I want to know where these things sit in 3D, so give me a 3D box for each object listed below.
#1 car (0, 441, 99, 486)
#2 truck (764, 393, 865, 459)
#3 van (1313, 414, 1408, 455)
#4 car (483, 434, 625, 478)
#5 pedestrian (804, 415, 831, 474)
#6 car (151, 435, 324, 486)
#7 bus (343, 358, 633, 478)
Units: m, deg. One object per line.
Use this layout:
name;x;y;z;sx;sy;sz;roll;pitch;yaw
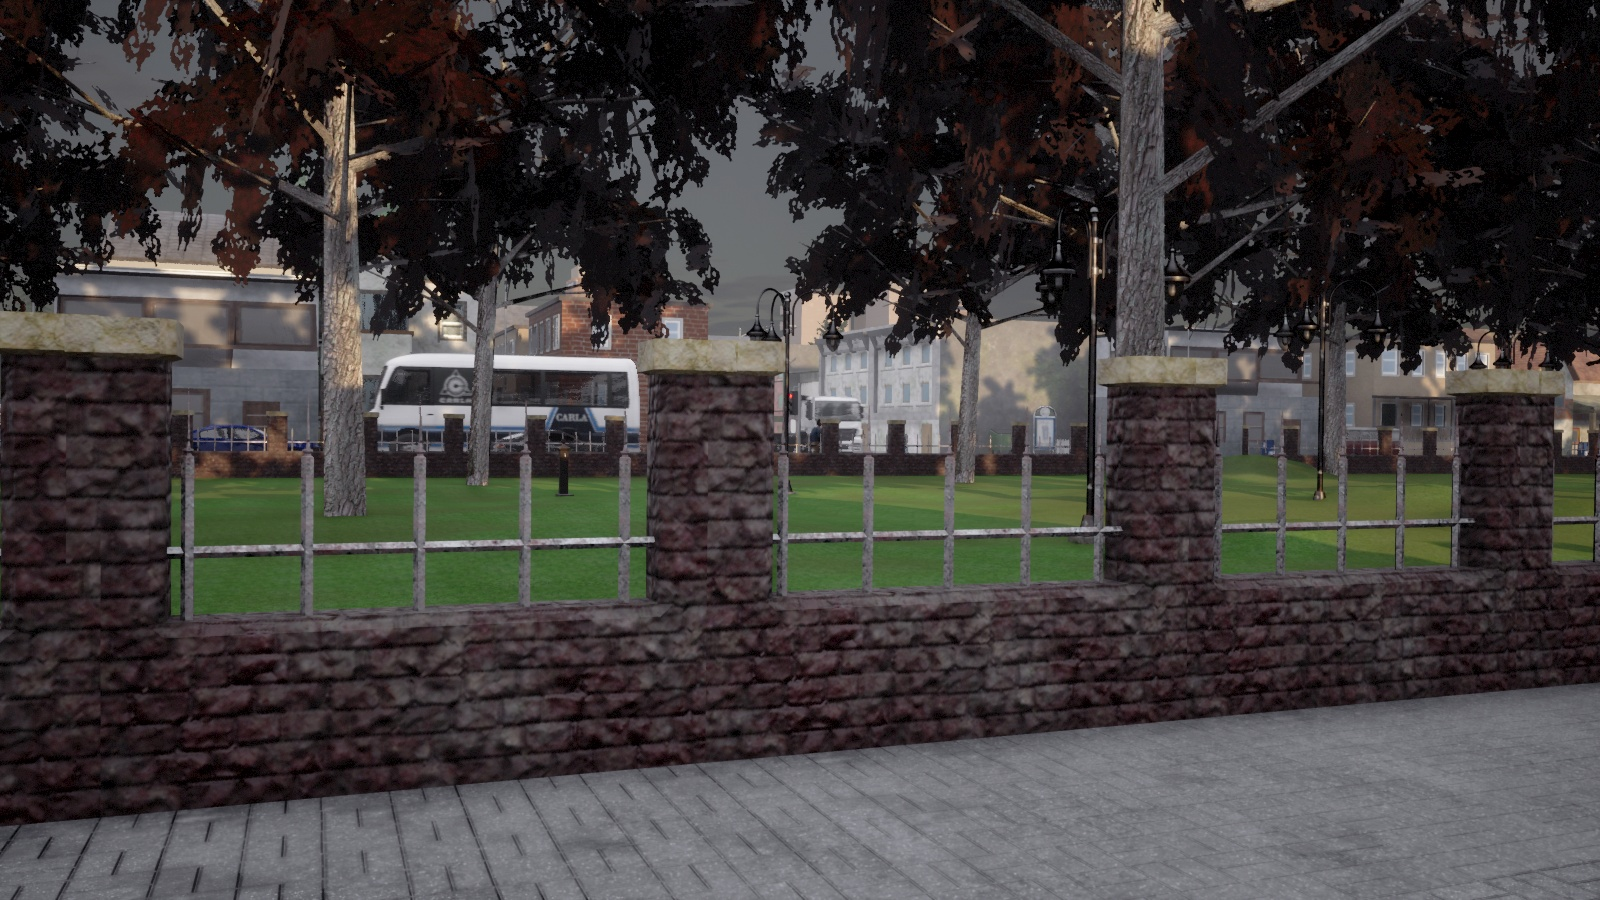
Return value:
car;-26.671;0.450;42.038;5.357;1.411;2.033;-1;1;-21
truck;0.691;-1.339;70.552;2.891;3.462;7.936;-1;1;-21
van;28.271;-0.785;63.343;4.442;1.987;1.775;-1;1;-21
car;-8.734;0.192;44.624;4.674;1.442;1.812;-1;1;-24
pedestrian;0.601;-0.192;42.577;0.788;1.949;0.423;-1;1;-22
car;-18.238;0.307;40.900;5.008;1.535;1.882;-1;1;-24
bus;-11.841;-1.228;47.756;10.273;4.253;3.944;-1;1;-19
